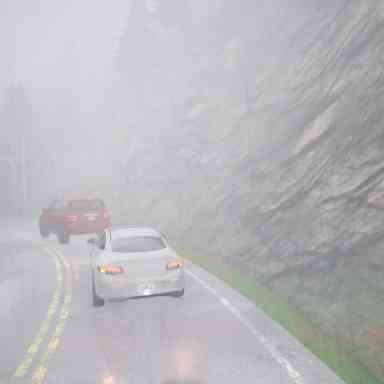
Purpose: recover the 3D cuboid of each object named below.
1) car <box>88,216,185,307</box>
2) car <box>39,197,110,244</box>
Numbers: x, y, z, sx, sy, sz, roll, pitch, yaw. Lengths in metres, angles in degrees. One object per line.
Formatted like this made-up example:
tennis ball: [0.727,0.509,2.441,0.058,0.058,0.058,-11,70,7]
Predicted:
car: [-1.498,1.530,8.078,1.812,1.442,4.674,-1,0,-17]
car: [-6.015,1.295,16.709,2.150,2.045,5.566,-3,1,-37]
